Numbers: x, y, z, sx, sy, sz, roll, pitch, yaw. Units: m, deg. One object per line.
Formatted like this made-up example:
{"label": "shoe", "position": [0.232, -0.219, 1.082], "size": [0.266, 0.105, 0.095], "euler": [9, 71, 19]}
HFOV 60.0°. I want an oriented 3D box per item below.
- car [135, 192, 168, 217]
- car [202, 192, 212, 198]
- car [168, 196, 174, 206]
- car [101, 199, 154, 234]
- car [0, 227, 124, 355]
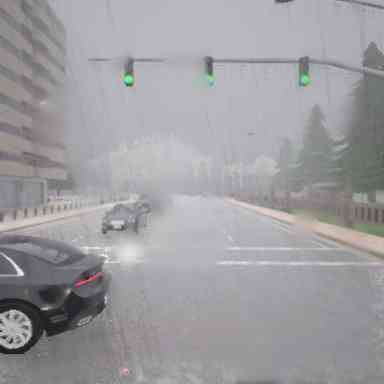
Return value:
{"label": "car", "position": [-3.589, 1.021, 28.902], "size": [2.150, 2.045, 5.566], "euler": [0, 0, 0]}
{"label": "car", "position": [3.989, 0.688, 86.024], "size": [2.097, 1.767, 4.553], "euler": [0, 0, 0]}
{"label": "car", "position": [-3.546, 1.228, 45.543], "size": [1.994, 1.385, 4.181], "euler": [0, 0, 1]}
{"label": "car", "position": [-3.595, 1.373, 18.369], "size": [2.128, 1.511, 4.902], "euler": [0, 0, 0]}
{"label": "car", "position": [-3.795, 1.478, 5.381], "size": [4.892, 1.490, 1.837], "euler": [0, 0, 0]}
